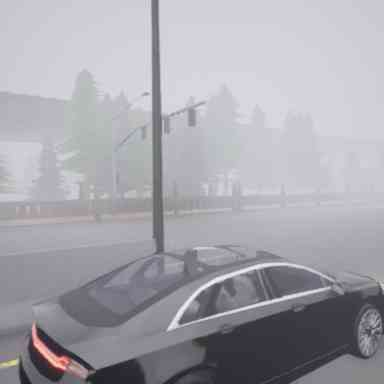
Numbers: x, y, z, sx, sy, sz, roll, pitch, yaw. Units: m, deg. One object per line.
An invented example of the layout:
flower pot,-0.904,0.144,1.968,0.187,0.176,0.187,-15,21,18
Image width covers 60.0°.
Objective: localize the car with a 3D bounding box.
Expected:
car,0.585,1.444,4.186,4.902,1.511,2.128,-1,1,-35
